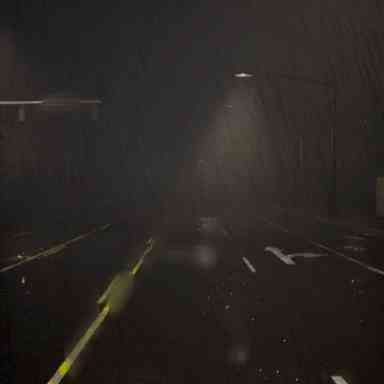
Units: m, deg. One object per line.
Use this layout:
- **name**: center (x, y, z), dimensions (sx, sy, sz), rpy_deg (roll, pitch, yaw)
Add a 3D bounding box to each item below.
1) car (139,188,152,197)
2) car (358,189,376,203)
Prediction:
- **car**: center (-10.512, 0.078, 75.651), dimensions (2.150, 2.045, 5.566), rpy_deg (0, 1, 0)
- **car**: center (26.783, 0.474, 47.438), dimensions (5.566, 2.045, 2.150), rpy_deg (0, 1, 0)
